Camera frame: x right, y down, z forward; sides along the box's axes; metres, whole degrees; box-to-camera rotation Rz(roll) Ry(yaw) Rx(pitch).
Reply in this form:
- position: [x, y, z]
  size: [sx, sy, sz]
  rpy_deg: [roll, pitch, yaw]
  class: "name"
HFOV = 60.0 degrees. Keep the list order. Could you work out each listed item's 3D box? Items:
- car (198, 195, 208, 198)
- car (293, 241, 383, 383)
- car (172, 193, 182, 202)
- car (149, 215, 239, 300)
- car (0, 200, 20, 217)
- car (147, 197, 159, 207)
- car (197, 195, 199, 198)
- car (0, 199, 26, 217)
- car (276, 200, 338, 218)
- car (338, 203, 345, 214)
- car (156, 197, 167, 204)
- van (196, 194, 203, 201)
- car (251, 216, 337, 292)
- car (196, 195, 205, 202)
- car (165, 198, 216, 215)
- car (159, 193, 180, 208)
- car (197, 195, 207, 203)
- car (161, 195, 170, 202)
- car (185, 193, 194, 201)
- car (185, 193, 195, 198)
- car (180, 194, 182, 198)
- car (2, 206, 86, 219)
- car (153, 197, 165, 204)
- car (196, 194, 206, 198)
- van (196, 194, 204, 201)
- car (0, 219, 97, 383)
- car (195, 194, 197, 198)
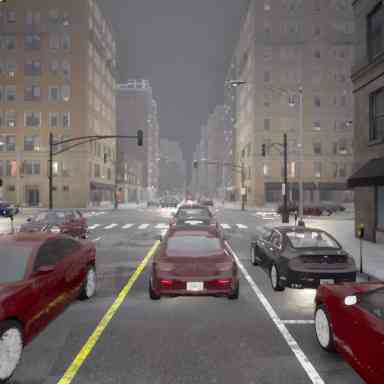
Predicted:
- position: [2.431, 1.590, 52.666]
  size: [1.887, 1.381, 4.507]
  rpy_deg: [0, 0, -1]
  class: "car"
- position: [2.669, 1.545, 3.248]
  size: [1.887, 1.381, 4.507]
  rpy_deg: [0, 0, 0]
  class: "car"
- position: [-3.532, 1.336, 77.788]
  size: [2.150, 2.045, 5.566]
  rpy_deg: [0, 0, -1]
  class: "car"
- position: [0.018, 1.528, 8.277]
  size: [1.812, 1.442, 4.674]
  rpy_deg: [0, 0, -1]
  class: "car"
- position: [-17.156, 1.123, 26.946]
  size: [5.566, 2.045, 2.150]
  rpy_deg: [0, 0, 0]
  class: "car"
- position: [-6.094, 1.595, 52.571]
  size: [2.008, 1.369, 4.403]
  rpy_deg: [0, 0, -1]
  class: "car"
- position: [2.367, 1.622, 58.172]
  size: [1.947, 1.339, 4.313]
  rpy_deg: [0, 0, -1]
  class: "car"
- position: [-18.032, 1.416, 30.187]
  size: [4.902, 1.511, 2.128]
  rpy_deg: [0, 0, 0]
  class: "car"
- position: [10.229, 1.525, 30.409]
  size: [5.008, 1.535, 1.882]
  rpy_deg: [0, 0, 0]
  class: "car"
- position: [14.634, 1.648, 37.153]
  size: [4.674, 1.442, 1.812]
  rpy_deg: [0, 0, 1]
  class: "car"
- position: [-6.286, 1.665, 69.094]
  size: [1.802, 1.307, 4.206]
  rpy_deg: [0, 0, -1]
  class: "car"
- position: [1.985, 1.504, 91.214]
  size: [1.690, 1.788, 3.998]
  rpy_deg: [0, 0, -1]
  class: "van"
- position: [2.657, 1.553, 8.739]
  size: [2.008, 1.369, 4.403]
  rpy_deg: [0, 0, 0]
  class: "car"
- position: [2.112, 1.559, 80.199]
  size: [1.967, 1.590, 4.097]
  rpy_deg: [0, 0, -1]
  class: "car"
- position: [0.066, 1.358, 15.581]
  size: [2.097, 1.767, 4.553]
  rpy_deg: [0, 0, 0]
  class: "car"
- position: [-3.272, 1.390, 48.456]
  size: [2.097, 1.767, 4.553]
  rpy_deg: [0, 0, -1]
  class: "car"
- position: [2.176, 1.541, 74.694]
  size: [1.967, 1.590, 4.097]
  rpy_deg: [0, 0, -1]
  class: "car"
- position: [-6.412, 1.559, 80.110]
  size: [1.967, 1.590, 4.097]
  rpy_deg: [0, 0, -1]
  class: "car"
- position: [-0.674, 1.383, 90.111]
  size: [2.150, 2.045, 5.566]
  rpy_deg: [0, 0, -1]
  class: "car"
- position: [-0.550, 1.341, 79.392]
  size: [2.150, 2.045, 5.566]
  rpy_deg: [0, 0, -1]
  class: "car"
- position: [-3.432, 1.604, 67.257]
  size: [1.812, 1.442, 4.674]
  rpy_deg: [0, 0, 0]
  class: "car"
- position: [-5.880, 1.445, 14.209]
  size: [1.967, 1.590, 4.097]
  rpy_deg: [0, 0, 0]
  class: "car"
- position: [-6.222, 1.613, 63.586]
  size: [1.887, 1.381, 4.507]
  rpy_deg: [0, 0, -1]
  class: "car"
- position: [2.301, 1.595, 63.849]
  size: [1.752, 1.417, 4.829]
  rpy_deg: [0, 0, -1]
  class: "car"
- position: [2.049, 1.481, 85.707]
  size: [1.690, 1.788, 3.998]
  rpy_deg: [0, 0, -1]
  class: "van"
- position: [-3.078, 1.479, 5.553]
  size: [1.882, 1.535, 5.008]
  rpy_deg: [0, 0, 0]
  class: "car"
- position: [2.240, 1.399, 69.186]
  size: [2.192, 1.841, 5.009]
  rpy_deg: [0, 0, -1]
  class: "car"
